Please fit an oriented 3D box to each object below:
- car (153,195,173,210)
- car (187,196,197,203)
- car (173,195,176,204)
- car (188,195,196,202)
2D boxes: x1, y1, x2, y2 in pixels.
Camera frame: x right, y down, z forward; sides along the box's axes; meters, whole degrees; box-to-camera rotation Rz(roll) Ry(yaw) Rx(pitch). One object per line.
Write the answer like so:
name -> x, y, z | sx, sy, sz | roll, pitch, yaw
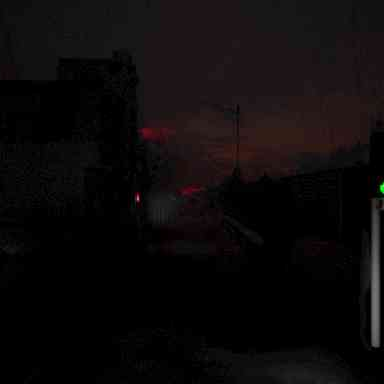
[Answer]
car -> -4.101, 1.520, 44.253 | 2.128, 1.511, 4.902 | 0, 0, 0
car -> 0.089, 1.523, 69.615 | 1.882, 1.535, 5.008 | 0, 0, 0
car -> -4.096, 1.636, 53.537 | 1.895, 1.301, 4.718 | 0, 0, 0
car -> -0.010, 1.576, 79.608 | 1.812, 1.442, 4.674 | 0, 0, 0
